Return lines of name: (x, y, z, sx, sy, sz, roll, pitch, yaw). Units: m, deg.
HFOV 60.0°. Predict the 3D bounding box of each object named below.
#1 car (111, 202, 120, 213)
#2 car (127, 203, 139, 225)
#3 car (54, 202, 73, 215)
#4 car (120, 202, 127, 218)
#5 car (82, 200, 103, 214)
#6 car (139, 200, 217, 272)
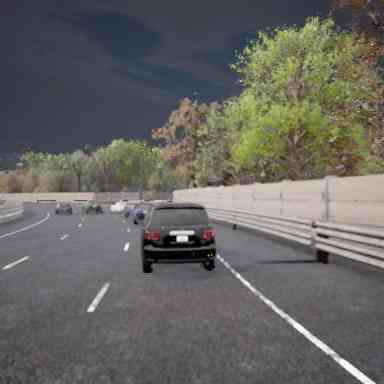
car: (-9.603, 2.071, 44.520, 1.812, 1.442, 4.674, 0, -1, -26)
car: (-4.006, 1.690, 27.929, 2.097, 1.767, 4.553, 0, -1, -14)
car: (-16.431, 2.035, 42.564, 2.128, 1.511, 4.902, 0, -1, -25)
car: (-6.361, 1.959, 35.606, 1.812, 1.442, 4.674, 0, -1, -16)
car: (-13.207, 1.901, 43.931, 2.097, 1.767, 4.553, 0, -1, -25)
car: (-0.659, 1.360, 11.527, 2.150, 2.045, 5.566, 0, 0, -9)
